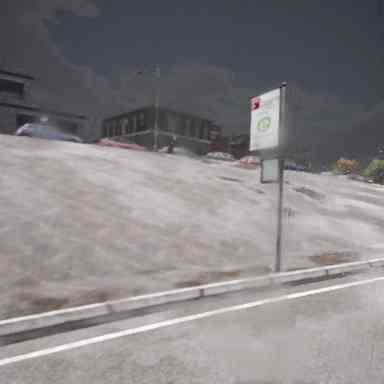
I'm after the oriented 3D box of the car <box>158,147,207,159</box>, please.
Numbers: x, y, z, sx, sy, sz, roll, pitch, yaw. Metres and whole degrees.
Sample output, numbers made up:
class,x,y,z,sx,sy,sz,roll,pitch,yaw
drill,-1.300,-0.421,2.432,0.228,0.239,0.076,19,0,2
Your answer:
class,x,y,z,sx,sy,sz,roll,pitch,yaw
car,-1.351,-3.416,30.953,4.674,1.452,2.002,3,-1,-36

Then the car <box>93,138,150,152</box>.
class,x,y,z,sx,sy,sz,roll,pitch,yaw
car,-5.787,-3.625,27.675,4.792,1.488,2.163,3,-1,-35

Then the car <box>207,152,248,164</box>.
class,x,y,z,sx,sy,sz,roll,pitch,yaw
car,2.937,-3.259,34.267,4.892,1.521,2.231,3,-1,-38

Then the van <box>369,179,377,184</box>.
class,x,y,z,sx,sy,sz,roll,pitch,yaw
van,31.692,-1.507,60.577,1.878,1.987,4.442,1,-3,44

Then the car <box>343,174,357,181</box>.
class,x,y,z,sx,sy,sz,roll,pitch,yaw
car,23.801,-1.916,52.622,4.674,1.452,2.002,4,-2,-44

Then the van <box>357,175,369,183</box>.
class,x,y,z,sx,sy,sz,roll,pitch,yaw
van,27.851,-1.851,56.601,4.442,1.987,1.878,5,-2,-44

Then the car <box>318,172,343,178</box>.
class,x,y,z,sx,sy,sz,roll,pitch,yaw
car,19.798,-2.218,48.801,4.674,1.452,2.002,4,-2,-43

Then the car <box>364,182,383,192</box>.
class,x,y,z,sx,sy,sz,roll,pitch,yaw
car,35.393,-0.901,64.554,2.163,1.488,4.792,1,-3,43

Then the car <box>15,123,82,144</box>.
class,x,y,z,sx,sy,sz,roll,pitch,yaw
car,-10.449,-3.987,24.363,4.553,1.767,2.185,3,-1,-34

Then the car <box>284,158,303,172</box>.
class,x,y,z,sx,sy,sz,roll,pitch,yaw
car,11.615,-3.048,41.420,5.566,2.045,2.435,3,-1,-40

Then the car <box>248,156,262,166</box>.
class,x,y,z,sx,sy,sz,roll,pitch,yaw
car,7.319,-3.164,37.813,4.553,1.767,2.185,3,-1,-39
